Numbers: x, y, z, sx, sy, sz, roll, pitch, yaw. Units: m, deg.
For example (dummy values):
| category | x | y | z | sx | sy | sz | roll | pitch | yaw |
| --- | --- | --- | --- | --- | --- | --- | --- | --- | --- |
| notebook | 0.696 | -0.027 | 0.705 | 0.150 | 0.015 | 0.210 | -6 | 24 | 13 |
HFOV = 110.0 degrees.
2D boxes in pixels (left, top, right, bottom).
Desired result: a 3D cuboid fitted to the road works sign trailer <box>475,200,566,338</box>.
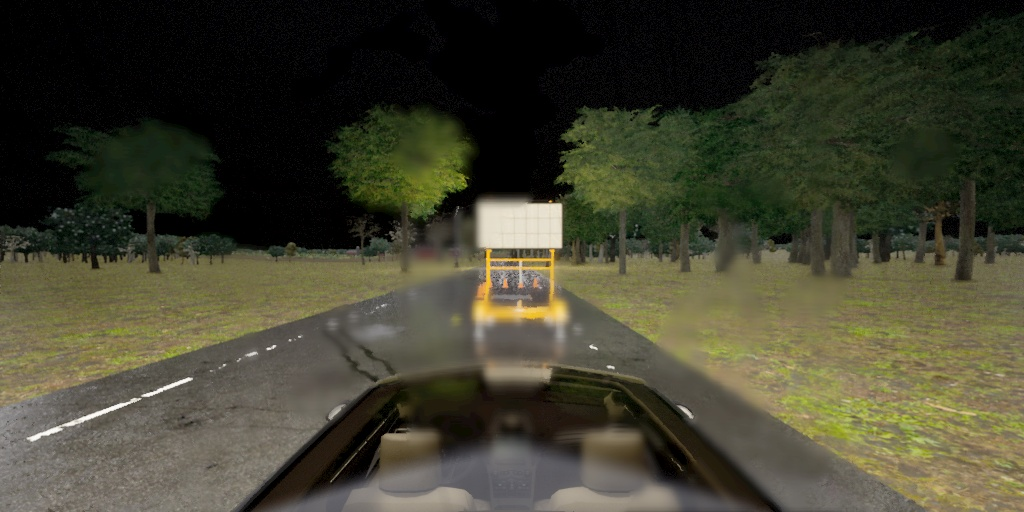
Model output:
| category | x | y | z | sx | sy | sz | roll | pitch | yaw |
| --- | --- | --- | --- | --- | --- | --- | --- | --- | --- |
| road works sign trailer | 0.247 | 0.218 | 10.233 | 2.380 | 3.560 | 2.880 | 0 | 0 | 2 |
